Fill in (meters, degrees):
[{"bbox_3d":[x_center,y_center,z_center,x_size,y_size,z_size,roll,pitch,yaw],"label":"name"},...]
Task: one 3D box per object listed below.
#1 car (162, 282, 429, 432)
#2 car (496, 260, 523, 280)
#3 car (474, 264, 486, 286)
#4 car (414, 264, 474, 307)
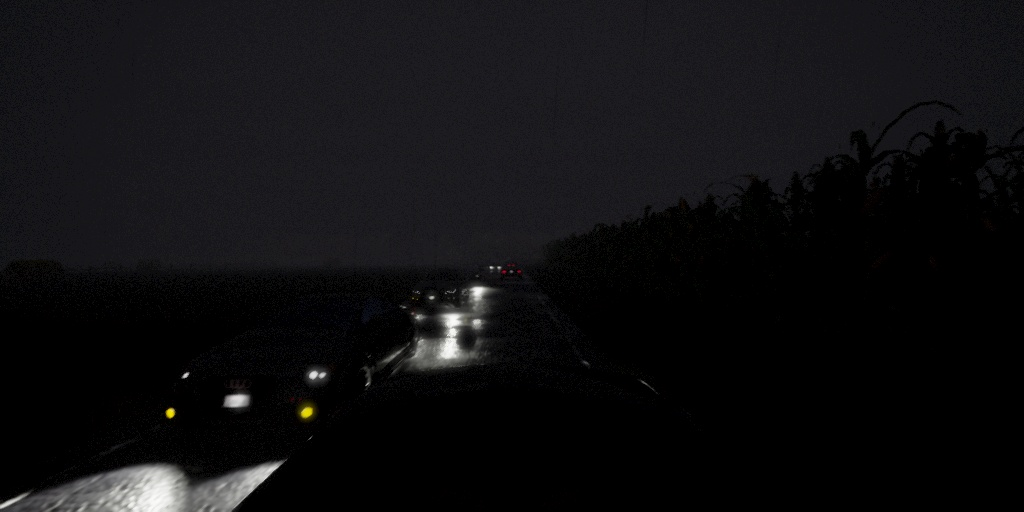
[{"bbox_3d":[-2.863,1.320,5.716,1.994,1.385,4.181,0,0,0],"label":"car"},{"bbox_3d":[-0.052,1.288,30.878,2.033,1.411,5.357,0,0,0],"label":"car"},{"bbox_3d":[-2.936,1.275,25.713,1.812,1.442,4.674,0,0,0],"label":"car"},{"bbox_3d":[-2.911,1.257,15.396,1.837,1.490,4.892,0,0,0],"label":"car"}]
